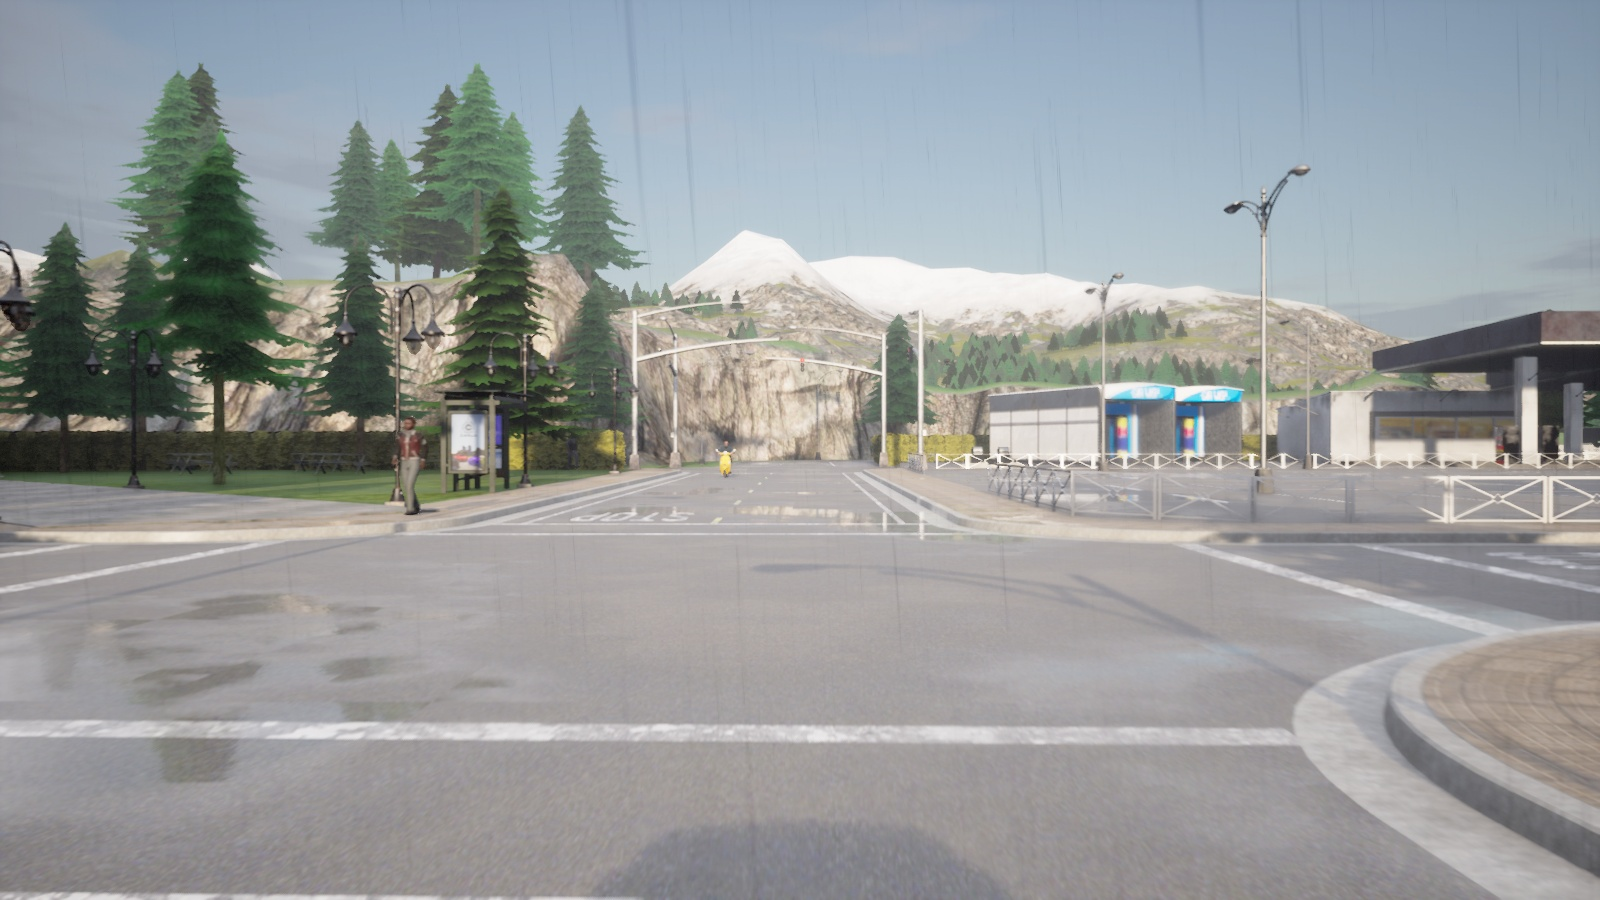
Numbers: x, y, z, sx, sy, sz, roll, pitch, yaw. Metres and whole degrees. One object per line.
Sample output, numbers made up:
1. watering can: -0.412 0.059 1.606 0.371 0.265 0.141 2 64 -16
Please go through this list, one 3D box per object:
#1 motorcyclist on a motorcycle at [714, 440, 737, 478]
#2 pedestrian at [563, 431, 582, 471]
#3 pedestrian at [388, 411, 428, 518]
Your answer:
1. motorcyclist on a motorcycle: -3.182 0.384 53.728 0.866 1.590 1.817 0 0 0
2. pedestrian: -10.961 0.040 60.557 0.563 1.883 0.849 0 0 -39
3. pedestrian: -7.157 0.262 22.938 0.402 1.930 0.666 0 0 15
